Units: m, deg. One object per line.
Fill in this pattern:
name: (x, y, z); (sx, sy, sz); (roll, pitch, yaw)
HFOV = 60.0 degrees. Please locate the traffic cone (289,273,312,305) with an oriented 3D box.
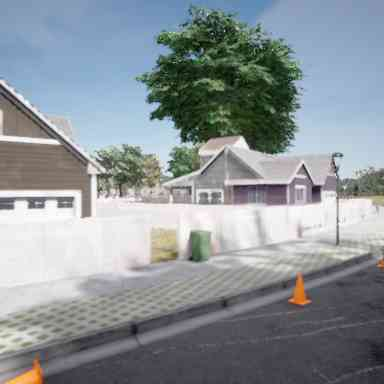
traffic cone: (2.231, 1.963, 6.863); (0.340, 0.580, 0.340); (0, 0, -40)

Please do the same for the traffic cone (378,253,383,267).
traffic cone: (5.878, 1.958, 10.082); (0.340, 0.580, 0.340); (0, 0, -43)
